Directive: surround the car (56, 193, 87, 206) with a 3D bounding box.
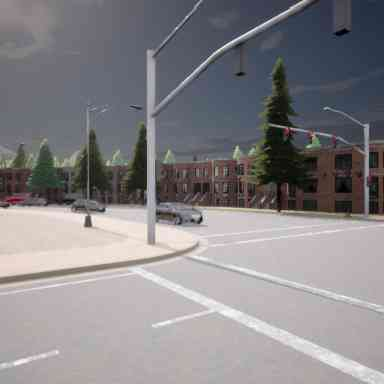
[{"bbox_3d":[-18.919,1.221,52.865,5.566,2.045,2.150,0,0,23],"label":"car"}]

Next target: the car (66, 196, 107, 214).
[{"bbox_3d":[-11.074,1.505,35.530,4.892,1.490,1.837,0,0,41],"label":"car"}]

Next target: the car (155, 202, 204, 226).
[{"bbox_3d":[-1.157,1.490,23.467,2.128,1.511,4.902,0,0,-37],"label":"car"}]

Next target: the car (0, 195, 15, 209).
[{"bbox_3d":[-26.844,1.564,44.739,4.892,1.490,1.837,0,0,16],"label":"car"}]

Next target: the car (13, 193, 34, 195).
[{"bbox_3d":[-29.038,1.221,55.918,5.566,2.045,2.150,0,0,10],"label":"car"}]

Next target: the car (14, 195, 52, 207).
[{"bbox_3d":[-24.176,1.547,51.132,5.357,1.411,2.033,0,0,17],"label":"car"}]
